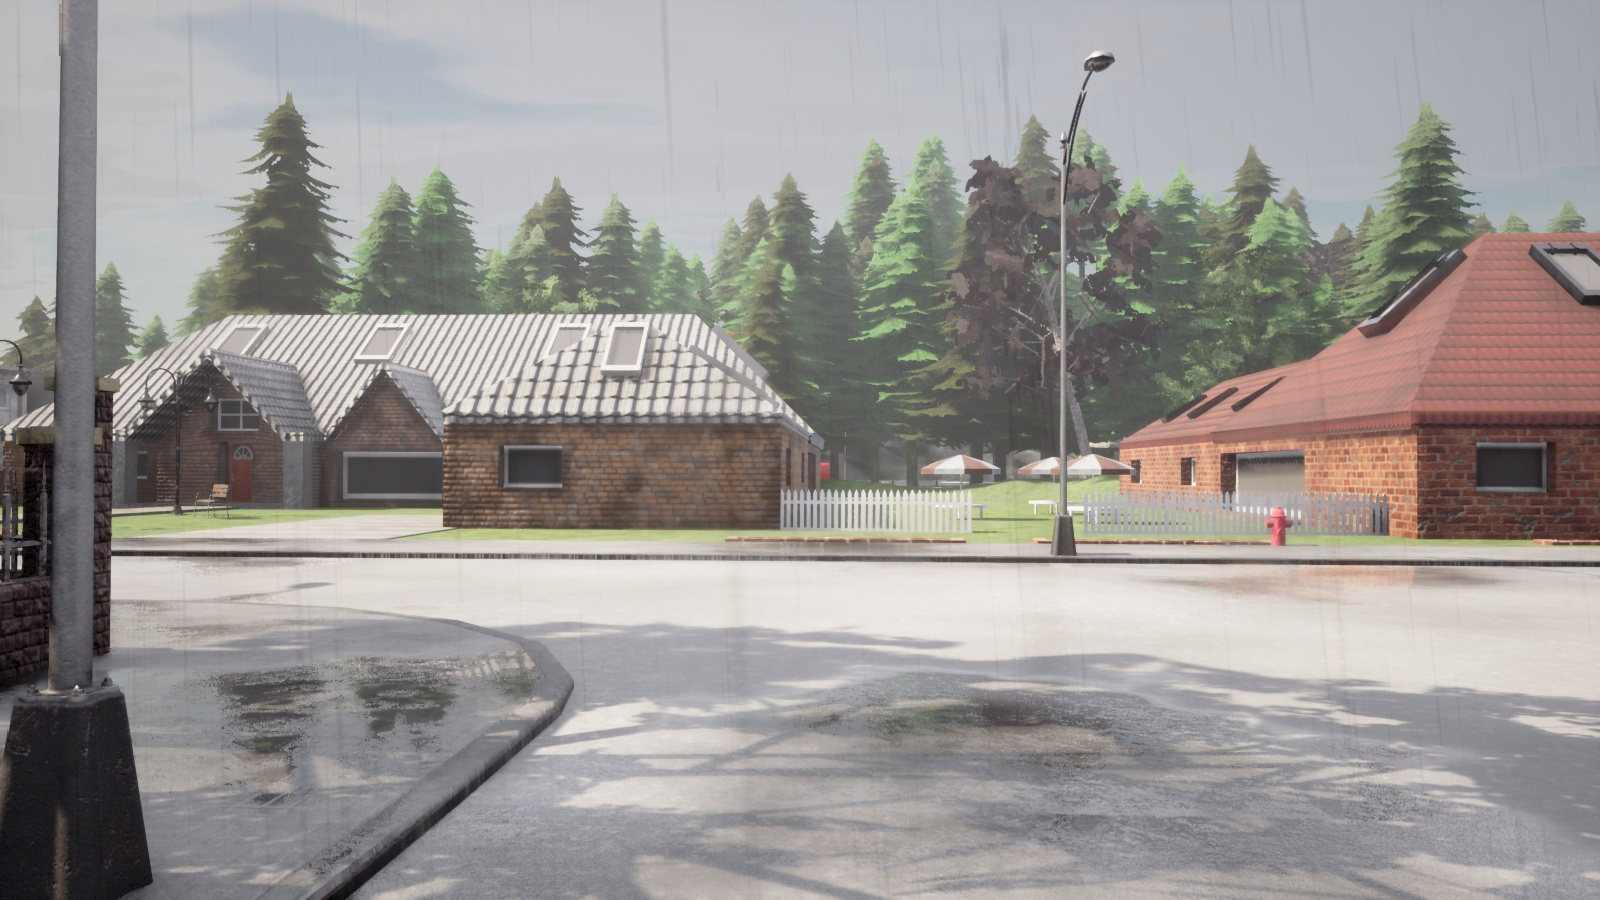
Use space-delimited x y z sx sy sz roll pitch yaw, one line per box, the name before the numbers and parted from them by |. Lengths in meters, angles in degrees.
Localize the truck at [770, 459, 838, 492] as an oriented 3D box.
truck | 0.367 1.968 97.954 5.204 2.467 2.627 -1 -1 2
